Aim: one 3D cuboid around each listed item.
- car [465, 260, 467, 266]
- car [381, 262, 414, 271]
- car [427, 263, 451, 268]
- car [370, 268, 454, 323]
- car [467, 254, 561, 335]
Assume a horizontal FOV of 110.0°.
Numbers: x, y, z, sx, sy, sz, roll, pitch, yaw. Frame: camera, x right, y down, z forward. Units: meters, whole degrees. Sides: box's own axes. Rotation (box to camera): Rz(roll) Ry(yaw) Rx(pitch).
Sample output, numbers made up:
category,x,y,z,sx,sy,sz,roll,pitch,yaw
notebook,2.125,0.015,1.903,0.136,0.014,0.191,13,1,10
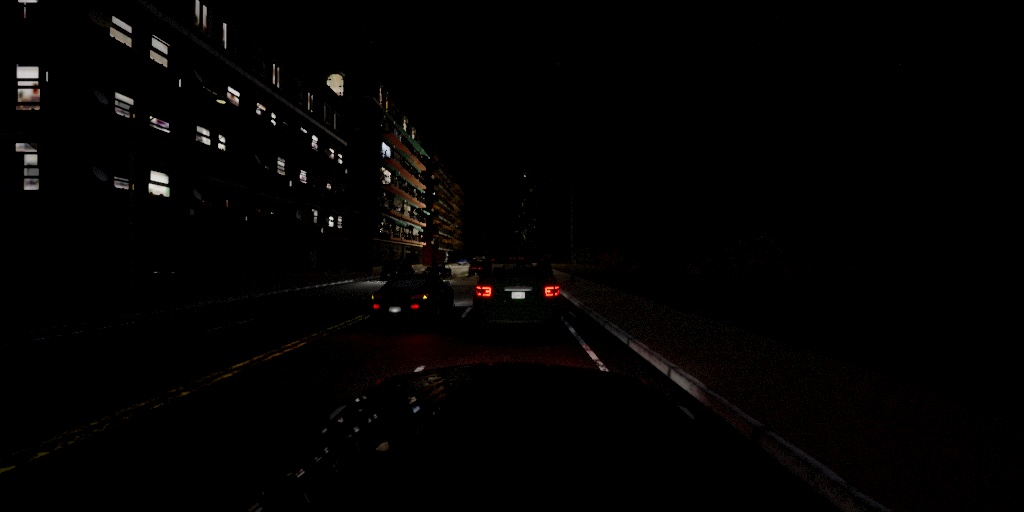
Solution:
category,x,y,z,sx,sy,sz,roll,pitch,yaw
car,-3.152,1.261,34.888,1.837,1.490,4.892,0,0,0
car,-9.854,1.259,31.132,1.837,1.490,4.892,0,0,0
car,-6.603,1.301,32.259,2.033,1.411,5.357,0,0,0
car,-3.153,1.278,11.949,1.812,1.442,4.674,0,0,0
car,0.100,0.973,10.715,2.150,2.045,5.566,0,0,-1
